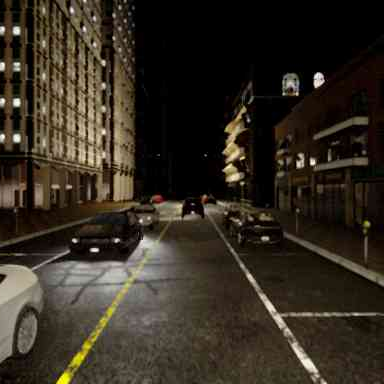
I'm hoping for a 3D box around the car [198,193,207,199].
[{"bbox_3d":[2.590,1.048,82.128,1.947,1.339,4.313,0,0,0],"label":"car"}]

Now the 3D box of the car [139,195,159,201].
[{"bbox_3d":[-5.742,1.271,42.578,2.008,1.369,4.403,0,0,0],"label":"car"}]

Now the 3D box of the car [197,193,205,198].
[{"bbox_3d":[2.575,0.968,93.425,2.008,1.369,4.403,0,0,0],"label":"car"}]

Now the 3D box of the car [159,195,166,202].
[{"bbox_3d":[-5.756,1.195,53.875,1.887,1.381,4.507,0,0,0],"label":"car"}]

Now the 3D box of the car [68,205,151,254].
[{"bbox_3d":[-3.108,1.458,13.297,2.033,1.411,5.357,0,0,0],"label":"car"}]

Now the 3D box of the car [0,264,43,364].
[{"bbox_3d":[-3.107,1.503,3.179,1.812,1.442,4.674,0,0,0],"label":"car"}]

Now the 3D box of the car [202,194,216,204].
[{"bbox_3d":[2.631,1.267,48.237,1.802,1.307,4.206,0,0,0],"label":"car"}]

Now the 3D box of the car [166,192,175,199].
[{"bbox_3d":[-5.791,1.047,82.117,1.947,1.339,4.313,0,0,0],"label":"car"}]

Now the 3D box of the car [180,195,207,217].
[{"bbox_3d":[0.066,1.317,28.365,1.837,1.490,4.892,0,1,0],"label":"car"}]

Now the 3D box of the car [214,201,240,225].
[{"bbox_3d":[2.667,1.417,19.994,2.008,1.369,4.403,0,0,0],"label":"car"}]

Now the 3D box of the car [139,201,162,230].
[{"bbox_3d":[-3.025,1.467,19.961,1.895,1.301,4.718,0,0,0],"label":"car"}]

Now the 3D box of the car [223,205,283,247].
[{"bbox_3d":[2.673,1.454,14.346,2.008,1.369,4.403,0,0,0],"label":"car"}]
